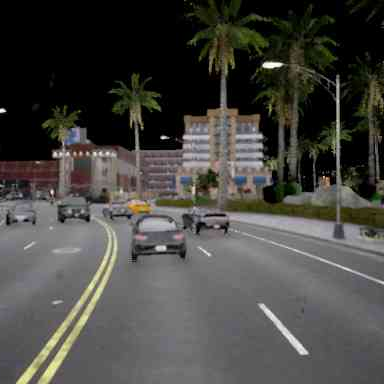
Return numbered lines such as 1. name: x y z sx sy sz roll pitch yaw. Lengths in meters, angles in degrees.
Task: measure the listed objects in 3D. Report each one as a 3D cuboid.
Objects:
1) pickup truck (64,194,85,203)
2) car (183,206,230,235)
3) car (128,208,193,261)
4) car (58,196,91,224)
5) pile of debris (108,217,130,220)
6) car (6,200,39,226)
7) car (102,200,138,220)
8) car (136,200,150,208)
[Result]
1. pickup truck: -27.556 1.418 78.026 2.390 2.098 6.274 0 0 3
2. car: 0.638 1.542 19.183 2.128 1.511 4.902 0 0 -15
3. car: -1.361 1.565 12.462 1.812 1.442 4.674 0 0 -10
4. car: -9.537 1.333 26.762 2.150 2.045 5.566 0 0 -24
5. pile of debris: -6.302 2.280 28.710 1.500 0.140 1.860 0 0 -24
6. car: -12.471 1.611 24.579 2.128 1.511 4.902 0 0 -24
7. car: -6.701 1.656 29.505 2.033 1.411 5.357 0 0 -24
8. car: -6.129 1.601 35.872 1.882 1.535 5.008 0 0 -29
